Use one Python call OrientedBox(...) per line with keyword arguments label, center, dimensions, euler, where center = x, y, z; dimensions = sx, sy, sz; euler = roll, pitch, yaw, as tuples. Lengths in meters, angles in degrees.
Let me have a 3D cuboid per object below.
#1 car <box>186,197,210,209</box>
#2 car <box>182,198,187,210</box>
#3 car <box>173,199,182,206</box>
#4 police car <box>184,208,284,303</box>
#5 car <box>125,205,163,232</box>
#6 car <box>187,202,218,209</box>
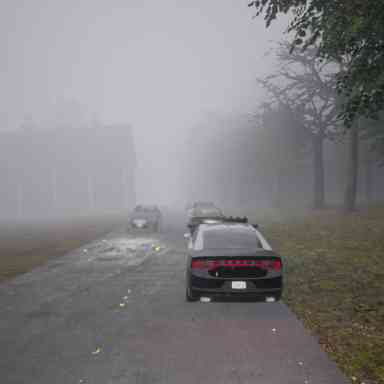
OrientedBox(label="car", center=(0.822, 1.447, 24.300), dimensions=(2.097, 1.767, 4.553), euler=(0, 0, 0))
OrientedBox(label="car", center=(0.025, 1.827, 45.697), dimensions=(2.033, 1.411, 5.357), euler=(0, -1, 1))
OrientedBox(label="car", center=(-2.754, 2.060, 65.581), dimensions=(2.033, 1.411, 5.357), euler=(0, -1, 0))
OrientedBox(label="police car", center=(0.824, 1.437, 8.434), dimensions=(1.930, 1.638, 5.238), euler=(0, 0, 0))
OrientedBox(label="car", center=(-2.851, 1.560, 20.632), dimensions=(2.128, 1.511, 4.902), euler=(0, 0, 0))
OrientedBox(label="car", center=(0.824, 1.532, 18.327), dimensions=(1.882, 1.535, 5.008), euler=(0, 0, 0))
